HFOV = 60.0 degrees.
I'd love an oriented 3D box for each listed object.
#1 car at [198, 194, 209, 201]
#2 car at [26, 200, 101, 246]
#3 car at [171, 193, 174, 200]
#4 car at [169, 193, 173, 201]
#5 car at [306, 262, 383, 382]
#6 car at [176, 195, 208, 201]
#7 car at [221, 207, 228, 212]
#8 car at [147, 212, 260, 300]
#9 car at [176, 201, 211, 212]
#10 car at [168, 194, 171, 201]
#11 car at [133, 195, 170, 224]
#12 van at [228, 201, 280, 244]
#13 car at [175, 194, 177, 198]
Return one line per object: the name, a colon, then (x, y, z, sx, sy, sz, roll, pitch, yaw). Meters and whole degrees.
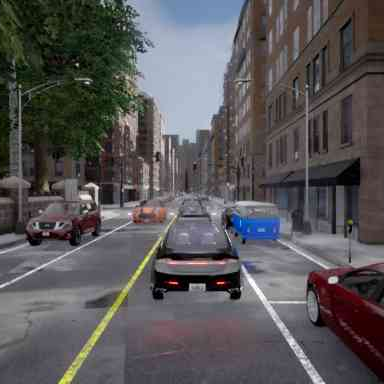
car: (2.827, 1.386, 75.506, 1.967, 1.590, 4.097, 0, 0, 0)
car: (-5.676, 1.310, 15.426, 2.192, 1.841, 5.009, 0, 0, 0)
car: (-5.697, 1.491, 75.468, 1.887, 1.381, 4.507, 0, 0, 0)
car: (-5.695, 1.493, 70.017, 1.887, 1.381, 4.507, 0, 0, 0)
car: (2.853, 1.544, 4.149, 1.887, 1.381, 4.507, 0, 0, 0)
car: (-0.011, 1.338, 27.486, 2.097, 1.767, 4.553, 0, 0, 0)
car: (2.848, 1.557, 21.130, 1.947, 1.339, 4.313, 0, 0, 0)
car: (0.097, 1.490, 8.370, 2.128, 1.511, 4.902, 0, 0, 0)
car: (0.092, 1.485, 18.309, 2.128, 1.511, 4.902, 0, 0, 0)
car: (-5.693, 1.501, 64.566, 2.008, 1.369, 4.403, 0, 0, 0)
car: (-3.021, 1.339, 24.658, 2.097, 1.767, 4.553, 0, 0, 0)
van: (2.849, 1.336, 15.469, 1.690, 1.788, 3.998, 0, 0, 0)
car: (-5.701, 1.496, 86.369, 2.008, 1.369, 4.403, 0, 0, 0)
